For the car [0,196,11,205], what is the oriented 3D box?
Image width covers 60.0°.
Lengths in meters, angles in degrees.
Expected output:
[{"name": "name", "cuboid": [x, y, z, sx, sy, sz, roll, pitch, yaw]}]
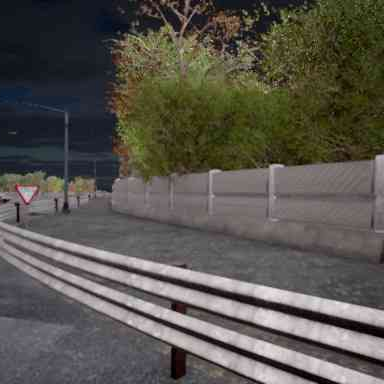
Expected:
[{"name": "car", "cuboid": [-27.546, 1.191, 47.498, 1.895, 1.301, 4.718, 0, 0, -10]}]
